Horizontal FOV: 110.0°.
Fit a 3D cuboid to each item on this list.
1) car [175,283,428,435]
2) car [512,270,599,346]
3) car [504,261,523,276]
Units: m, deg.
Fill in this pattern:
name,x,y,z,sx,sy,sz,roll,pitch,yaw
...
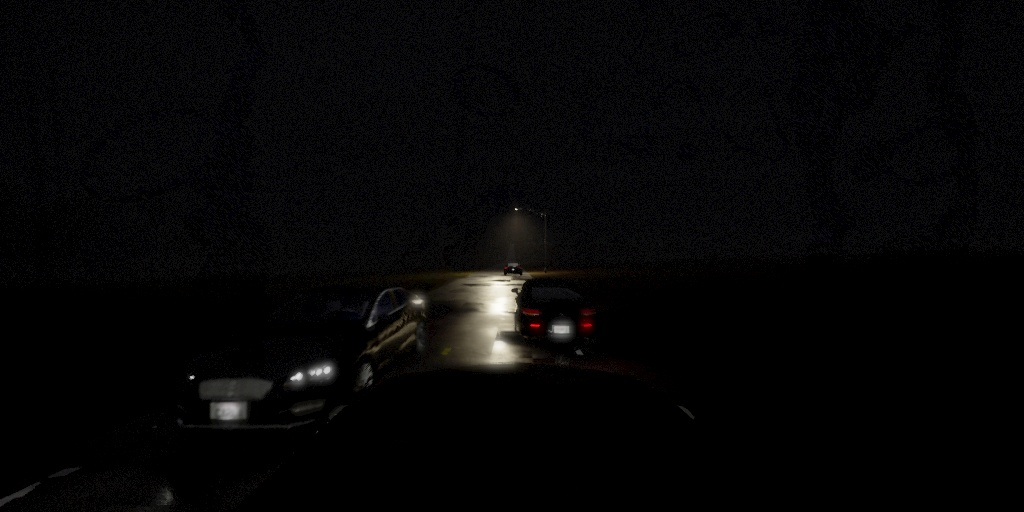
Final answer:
name,x,y,z,sx,sy,sz,roll,pitch,yaw
car,-2.742,1.239,5.929,2.128,1.511,4.902,0,0,0
car,0.976,1.272,9.312,1.812,1.442,4.674,0,0,0
car,0.134,1.374,38.920,1.994,1.385,4.181,0,0,1
